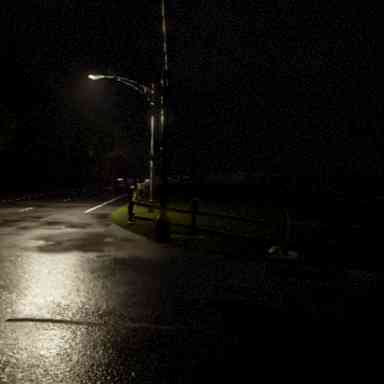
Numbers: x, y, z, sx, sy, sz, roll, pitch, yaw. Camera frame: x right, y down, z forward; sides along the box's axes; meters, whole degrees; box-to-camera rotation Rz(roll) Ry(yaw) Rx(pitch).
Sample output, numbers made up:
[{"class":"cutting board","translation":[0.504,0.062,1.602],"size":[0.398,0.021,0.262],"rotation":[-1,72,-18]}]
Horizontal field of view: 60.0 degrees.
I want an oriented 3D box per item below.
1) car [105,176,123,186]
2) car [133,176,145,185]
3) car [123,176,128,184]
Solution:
[{"class":"car","translation":[-13.006,-1.726,54.612],"size":[1.837,1.490,4.892],"rotation":[1,3,-4]},{"class":"car","translation":[-10.116,-2.285,63.742],"size":[2.097,1.767,4.553],"rotation":[1,3,-3]},{"class":"car","translation":[-13.705,-2.308,65.171],"size":[2.128,1.511,4.902],"rotation":[1,3,-3]}]
